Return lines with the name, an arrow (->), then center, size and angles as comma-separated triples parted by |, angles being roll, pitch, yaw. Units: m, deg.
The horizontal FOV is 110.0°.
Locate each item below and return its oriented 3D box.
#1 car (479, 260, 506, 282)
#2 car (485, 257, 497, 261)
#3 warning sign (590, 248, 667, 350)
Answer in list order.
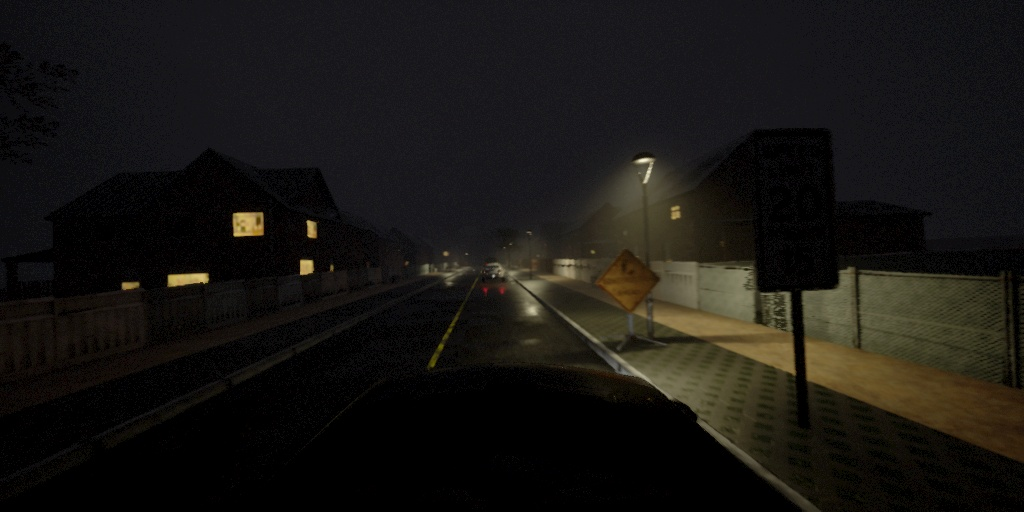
car -> -1.635, 1.380, 30.879 | 1.812, 1.442, 4.674 | -2, 0, -4
car -> -2.990, 1.238, 51.654 | 2.150, 2.045, 5.566 | -2, 0, -4
warning sign -> 2.349, 0.763, 7.044 | 1.300, 1.860, 1.060 | 0, 0, -4
